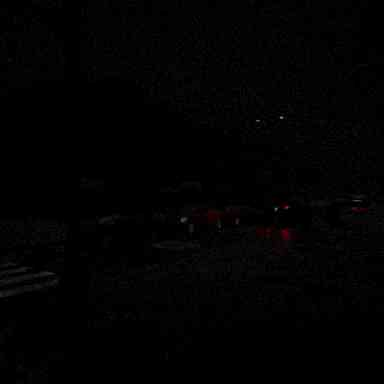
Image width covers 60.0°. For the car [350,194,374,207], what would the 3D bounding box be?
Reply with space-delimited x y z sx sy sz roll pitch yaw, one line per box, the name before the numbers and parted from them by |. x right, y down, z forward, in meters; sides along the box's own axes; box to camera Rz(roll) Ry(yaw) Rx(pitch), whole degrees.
car | 25.273 1.481 49.741 2.128 1.511 4.902 0 0 36

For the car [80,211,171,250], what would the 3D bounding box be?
car | -3.211 1.557 14.596 1.887 1.381 4.507 0 0 36

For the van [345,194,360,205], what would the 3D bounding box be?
van | 28.565 1.339 59.046 1.690 1.788 3.998 0 0 36

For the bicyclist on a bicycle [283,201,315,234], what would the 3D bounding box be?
bicyclist on a bicycle | 5.459 1.308 17.022 1.656 1.620 0.582 0 0 36

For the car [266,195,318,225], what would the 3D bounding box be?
car | 7.209 1.221 24.508 2.150 2.045 5.566 0 0 36

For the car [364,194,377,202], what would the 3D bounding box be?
car | 41.277 1.335 76.825 2.192 1.841 5.009 0 0 36

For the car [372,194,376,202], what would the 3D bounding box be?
car | 38.100 1.562 72.380 2.008 1.369 4.403 0 0 36

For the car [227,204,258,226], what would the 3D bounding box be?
car | 3.143 1.547 23.487 1.887 1.381 4.507 0 0 36

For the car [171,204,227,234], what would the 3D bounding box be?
car | -0.036 1.448 19.042 1.967 1.590 4.097 0 0 36

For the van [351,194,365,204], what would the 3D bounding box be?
van | 31.744 1.343 63.491 1.690 1.788 3.998 0 0 36

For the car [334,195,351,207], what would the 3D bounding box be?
car | 22.209 1.570 50.155 1.802 1.307 4.206 0 0 36

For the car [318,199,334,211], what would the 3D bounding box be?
car | 15.756 1.509 41.128 1.752 1.417 4.829 0 0 36

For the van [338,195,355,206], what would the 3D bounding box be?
van | 25.387 1.334 54.601 1.690 1.788 3.998 0 0 36
